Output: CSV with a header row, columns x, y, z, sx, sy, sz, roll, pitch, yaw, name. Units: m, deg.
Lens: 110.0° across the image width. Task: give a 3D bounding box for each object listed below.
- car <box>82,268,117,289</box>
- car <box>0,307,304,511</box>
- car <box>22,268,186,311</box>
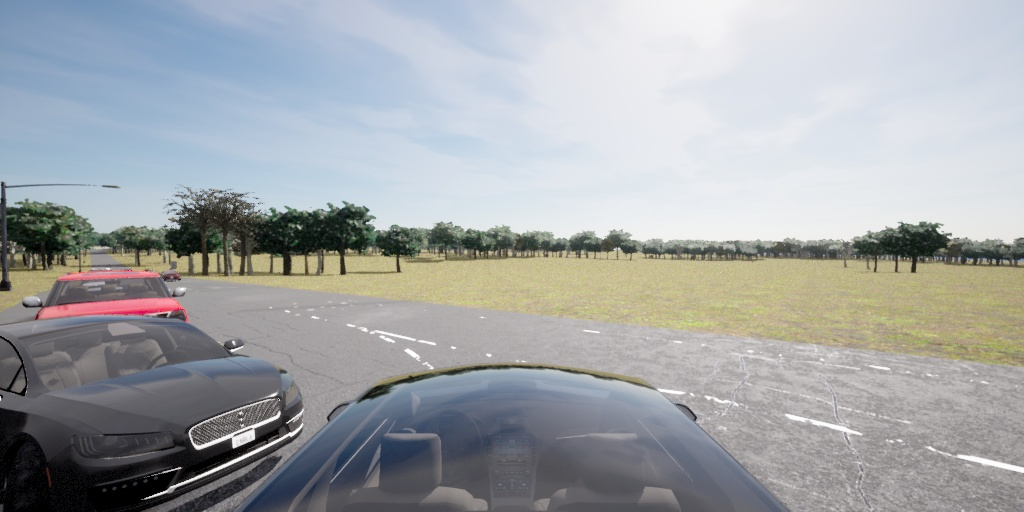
x,y,z,sx,sy,sz,roll,pitch,yaw,name
-43.618,2.315,38.006,5.566,2.045,2.150,-2,0,44,car
-4.593,1.445,3.962,4.892,1.490,1.837,-3,-3,21,car
-9.544,1.385,8.565,5.566,2.045,2.150,-2,0,40,car
